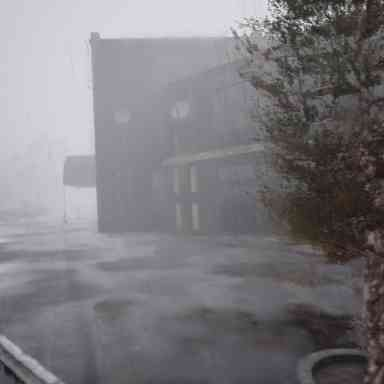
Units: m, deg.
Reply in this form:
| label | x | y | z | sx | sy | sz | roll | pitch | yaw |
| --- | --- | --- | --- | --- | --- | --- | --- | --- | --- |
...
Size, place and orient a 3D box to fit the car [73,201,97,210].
| label | x | y | z | sx | sy | sz | roll | pitch | yaw |
| --- | --- | --- | --- | --- | --- | --- | --- | --- | --- |
| car | -25.513 | 3.278 | 79.800 | 5.566 | 2.045 | 2.435 | -3 | -2 | -15 |

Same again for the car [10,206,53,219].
| label | x | y | z | sx | sy | sz | roll | pitch | yaw |
| --- | --- | --- | --- | --- | --- | --- | --- | --- | --- |
| car | -18.235 | 2.283 | 38.623 | 2.033 | 1.411 | 5.357 | -3 | -1 | 2 |
